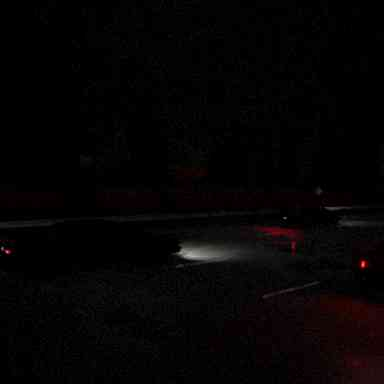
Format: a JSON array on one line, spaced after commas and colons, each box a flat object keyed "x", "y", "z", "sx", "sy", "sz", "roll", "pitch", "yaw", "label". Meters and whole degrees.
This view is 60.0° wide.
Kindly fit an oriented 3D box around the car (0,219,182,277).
[{"x": -2.940, "y": 1.548, "z": 10.247, "sx": 5.357, "sy": 1.411, "sz": 2.033, "roll": 0, "pitch": 0, "yaw": -36, "label": "car"}]

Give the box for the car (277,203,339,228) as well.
[{"x": 7.845, "y": 1.478, "z": 22.238, "sx": 5.008, "sy": 1.535, "sz": 1.882, "roll": 0, "pitch": 0, "yaw": -35, "label": "car"}]

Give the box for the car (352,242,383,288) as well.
[{"x": 5.944, "y": 1.601, "z": 7.989, "sx": 4.718, "sy": 1.301, "sz": 1.895, "roll": 0, "pitch": 0, "yaw": -36, "label": "car"}]
